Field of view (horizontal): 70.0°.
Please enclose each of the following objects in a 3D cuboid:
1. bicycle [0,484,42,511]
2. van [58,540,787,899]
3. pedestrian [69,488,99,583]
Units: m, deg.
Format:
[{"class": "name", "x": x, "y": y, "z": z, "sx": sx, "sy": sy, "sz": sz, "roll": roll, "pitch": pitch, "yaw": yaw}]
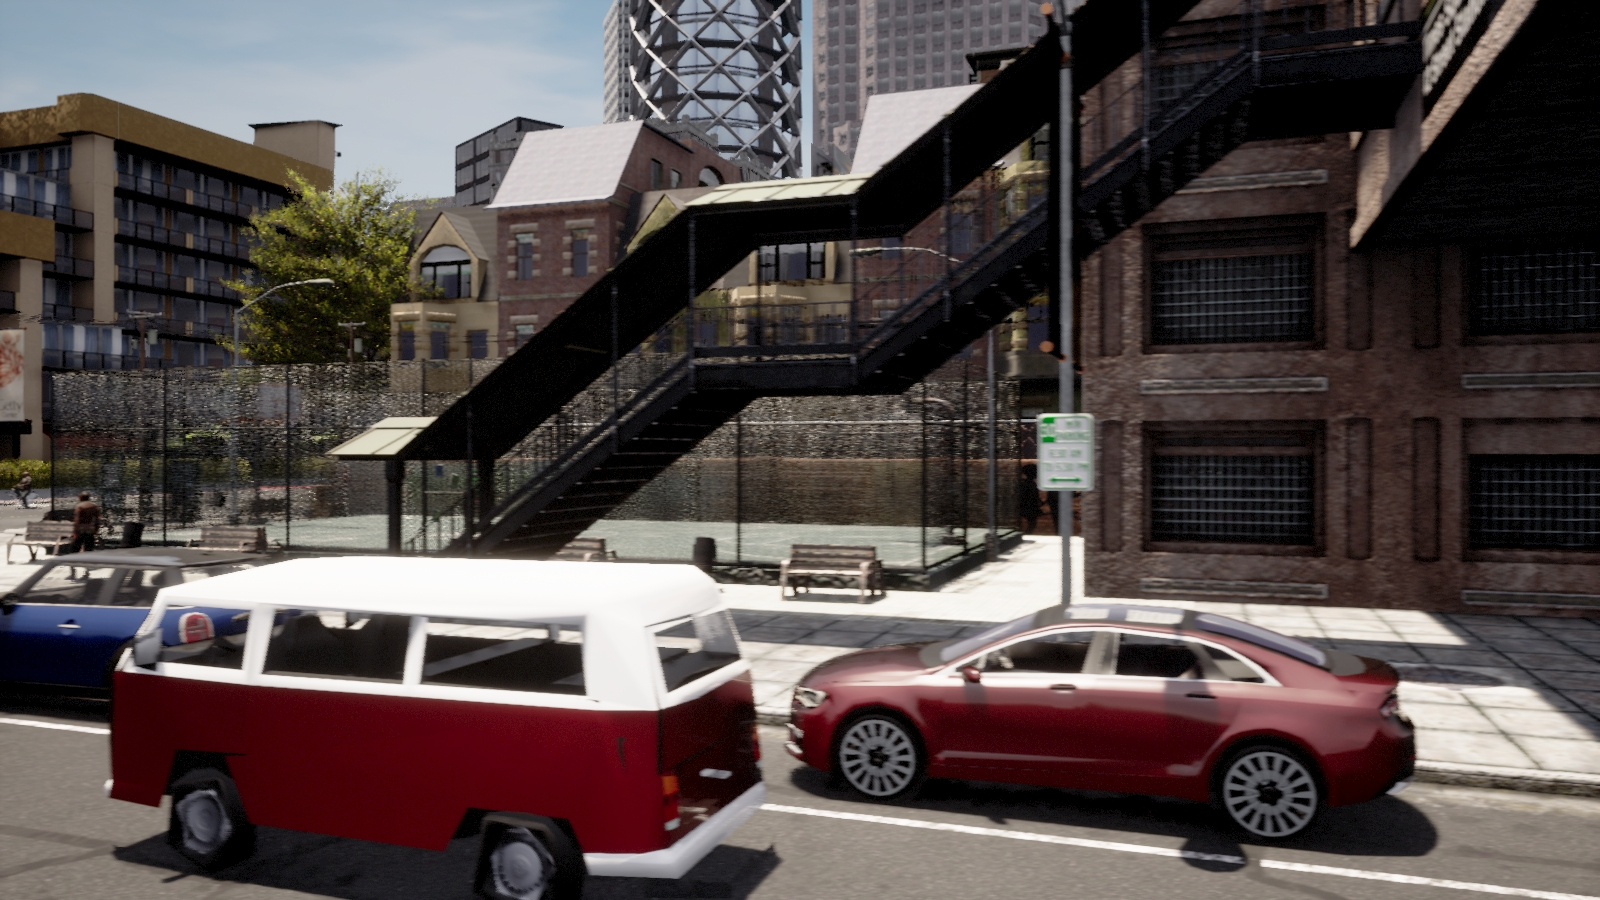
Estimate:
[{"class": "bicycle", "x": -36.491, "y": 2.210, "z": 53.487, "sx": 0.329, "sy": 1.171, "sz": 1.835, "roll": 0, "pitch": 0, "yaw": 19}, {"class": "van", "x": -2.554, "y": 1.782, "z": 7.933, "sx": 4.480, "sy": 2.038, "sz": 2.069, "roll": 0, "pitch": 0, "yaw": 20}, {"class": "pedestrian", "x": -14.286, "y": 1.696, "z": 22.797, "sx": 0.375, "sy": 1.860, "sz": 0.375, "roll": 0, "pitch": 0, "yaw": 31}]
